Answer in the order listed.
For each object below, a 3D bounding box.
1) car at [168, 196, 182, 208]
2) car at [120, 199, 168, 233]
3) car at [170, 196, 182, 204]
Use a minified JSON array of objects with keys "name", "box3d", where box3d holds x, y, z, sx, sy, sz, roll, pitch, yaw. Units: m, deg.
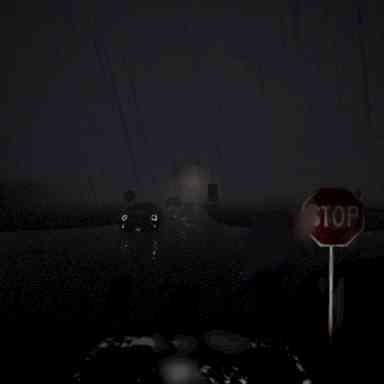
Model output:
[{"name":"car","box3d":[-2.856,1.489,49.171,2.128,1.511,4.902,0,0,0]},{"name":"car","box3d":[-2.792,1.355,19.486,2.097,1.767,4.553,0,0,0]},{"name":"car","box3d":[-2.881,1.460,60.537,1.812,1.442,4.674,0,0,0]}]
